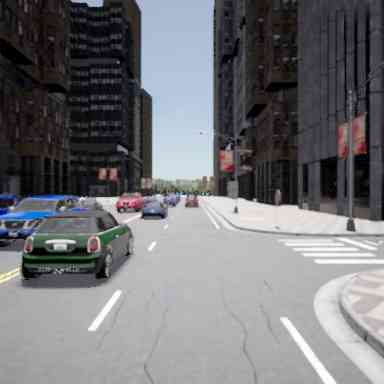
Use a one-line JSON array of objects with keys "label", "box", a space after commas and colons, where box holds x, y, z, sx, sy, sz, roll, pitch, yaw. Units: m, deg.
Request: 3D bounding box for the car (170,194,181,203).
[{"label": "car", "box": [-3.266, 1.258, 66.962, 1.882, 1.535, 5.008, 0, 0, 0]}]

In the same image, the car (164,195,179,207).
[{"label": "car", "box": [-3.261, 1.379, 47.143, 1.812, 1.442, 4.674, 0, 0, 0]}]

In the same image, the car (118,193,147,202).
[{"label": "car", "box": [-6.601, 1.120, 35.891, 2.150, 2.045, 5.566, 0, 0, 0]}]

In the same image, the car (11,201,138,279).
[{"label": "car", "box": [-3.151, 1.331, 10.088, 2.097, 1.767, 4.553, 0, 0, 0]}]

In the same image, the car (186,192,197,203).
[{"label": "car", "box": [-0.016, 1.008, 66.991, 2.150, 2.045, 5.566, 0, 0, 0]}]

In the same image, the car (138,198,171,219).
[{"label": "car", "box": [-3.158, 1.487, 28.697, 1.994, 1.385, 4.181, 0, 0, 0]}]

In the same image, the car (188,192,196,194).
[{"label": "car", "box": [-0.014, 1.293, 56.920, 1.882, 1.535, 5.008, 0, 0, 0]}]

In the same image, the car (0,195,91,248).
[{"label": "car", "box": [-6.603, 1.187, 15.026, 2.150, 2.045, 5.566, 0, 0, 0]}]

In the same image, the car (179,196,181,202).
[{"label": "car", "box": [-3.264, 1.361, 57.243, 2.033, 1.411, 5.357, 0, 0, 0]}]

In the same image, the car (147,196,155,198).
[{"label": "car", "box": [-6.562, 1.382, 51.836, 2.033, 1.411, 5.357, 0, 0, 1]}]

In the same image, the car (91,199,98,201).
[{"label": "car", "box": [-9.852, 1.436, 31.974, 1.812, 1.442, 4.674, 0, 0, 0]}]

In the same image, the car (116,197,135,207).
[{"label": "car", "box": [-9.831, 1.408, 49.344, 1.994, 1.385, 4.181, 0, 0, 0]}]

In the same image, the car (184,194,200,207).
[{"label": "car", "box": [-0.011, 1.380, 46.727, 1.812, 1.442, 4.674, 0, 0, 0]}]
